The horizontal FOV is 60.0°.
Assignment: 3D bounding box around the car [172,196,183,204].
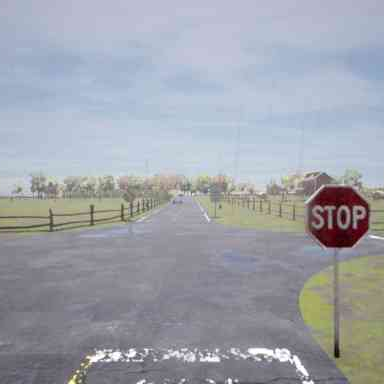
[{"bbox_3d":[-2.824,1.582,65.392,1.812,1.442,4.674,0,0,0],"label":"car"}]
